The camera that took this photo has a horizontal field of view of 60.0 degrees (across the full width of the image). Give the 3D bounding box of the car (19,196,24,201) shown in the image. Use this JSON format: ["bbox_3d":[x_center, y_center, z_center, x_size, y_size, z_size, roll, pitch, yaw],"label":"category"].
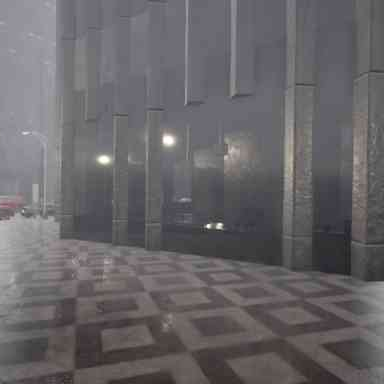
[{"bbox_3d":[-20.756,1.353,36.268,2.192,1.841,5.009,1,0,35],"label":"car"}]

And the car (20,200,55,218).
[{"bbox_3d":[-13.820,1.742,31.318,1.947,1.339,4.313,1,0,35],"label":"car"}]

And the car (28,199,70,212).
[{"bbox_3d":[-17.487,1.633,40.865,1.947,1.339,4.313,1,0,35],"label":"car"}]

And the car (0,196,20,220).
[{"bbox_3d":[-17.090,1.463,26.719,2.192,1.841,5.009,1,0,35],"label":"car"}]
